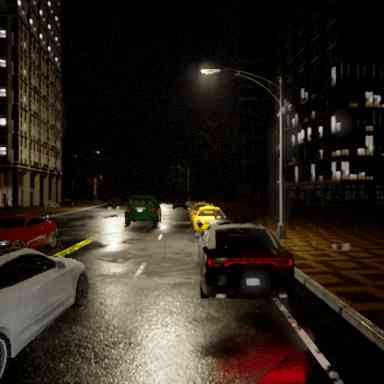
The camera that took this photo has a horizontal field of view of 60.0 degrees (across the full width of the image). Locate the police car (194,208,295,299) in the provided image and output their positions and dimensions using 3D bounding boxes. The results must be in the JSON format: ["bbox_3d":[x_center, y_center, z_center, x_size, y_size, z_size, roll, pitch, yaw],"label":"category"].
[{"bbox_3d":[1.109,1.439,8.649,1.930,1.638,5.238,0,0,0],"label":"police car"}]

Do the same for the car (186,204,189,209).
[{"bbox_3d":[0.718,1.500,24.977,1.801,1.575,5.366,0,0,-3],"label":"car"}]

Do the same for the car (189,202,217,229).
[{"bbox_3d":[0.947,1.489,18.887,1.801,1.575,5.366,0,0,-2],"label":"car"}]

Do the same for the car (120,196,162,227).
[{"bbox_3d":[-3.383,1.267,23.497,2.150,2.045,5.566,0,0,-2],"label":"car"}]

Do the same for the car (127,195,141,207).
[{"bbox_3d":[-9.543,1.477,55.037,2.097,1.767,4.553,0,0,-7],"label":"car"}]

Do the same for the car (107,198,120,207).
[{"bbox_3d":[-12.839,1.678,55.271,2.033,1.411,5.357,0,0,-7],"label":"car"}]

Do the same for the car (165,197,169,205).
[{"bbox_3d":[-4.046,1.667,64.100,1.812,1.442,4.674,0,0,-9],"label":"car"}]

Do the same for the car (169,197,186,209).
[{"bbox_3d":[-1.753,1.639,45.939,2.033,1.411,5.357,0,0,-6],"label":"car"}]

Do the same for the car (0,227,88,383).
[{"bbox_3d":[-3.069,1.538,4.987,1.812,1.442,4.674,0,0,1],"label":"car"}]

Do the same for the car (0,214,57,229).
[{"bbox_3d":[-6.525,1.555,12.231,1.812,1.442,4.674,0,0,-1],"label":"car"}]
